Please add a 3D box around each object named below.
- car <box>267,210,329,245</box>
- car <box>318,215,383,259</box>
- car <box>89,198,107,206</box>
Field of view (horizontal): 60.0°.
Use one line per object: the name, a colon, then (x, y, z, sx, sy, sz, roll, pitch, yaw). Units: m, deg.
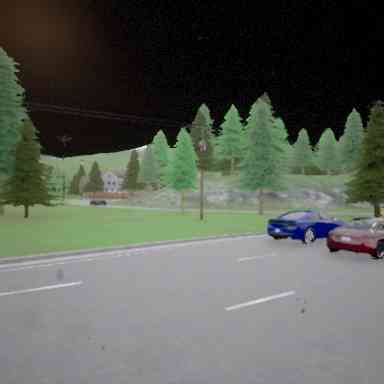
car: (5.926, 1.635, 16.635, 5.008, 1.535, 1.882, 0, 0, -35)
car: (7.304, 1.714, 13.352, 4.181, 1.385, 1.994, 1, 0, -35)
car: (-16.969, 1.785, 60.082, 2.033, 1.411, 5.357, 1, 0, -33)
